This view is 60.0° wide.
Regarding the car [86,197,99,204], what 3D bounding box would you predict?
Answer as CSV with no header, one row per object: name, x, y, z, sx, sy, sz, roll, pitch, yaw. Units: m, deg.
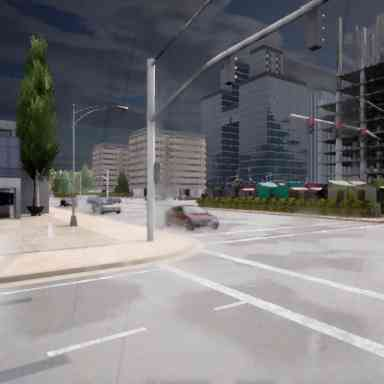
car,-18.284,1.564,62.222,1.994,1.385,4.181,0,0,-33

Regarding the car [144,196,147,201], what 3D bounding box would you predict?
car,-9.371,1.153,81.068,4.605,1.855,1.932,0,0,-34

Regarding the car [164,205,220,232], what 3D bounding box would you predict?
car,-0.163,1.526,20.409,1.812,1.442,4.674,0,0,-30

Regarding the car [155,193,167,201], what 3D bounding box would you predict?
car,-7.793,1.156,78.641,3.866,1.878,1.905,0,0,-34

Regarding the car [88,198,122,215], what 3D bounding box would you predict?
car,-8.778,1.601,34.038,1.895,1.301,4.718,0,0,-33

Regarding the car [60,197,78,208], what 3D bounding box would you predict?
car,-17.914,1.492,48.411,2.128,1.511,4.902,0,0,-32

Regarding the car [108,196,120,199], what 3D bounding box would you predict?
car,-15.326,1.547,64.118,2.033,1.411,5.357,0,0,-34

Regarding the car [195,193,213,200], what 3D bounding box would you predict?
car,3.242,1.156,62.414,3.866,1.878,1.905,0,0,-34
